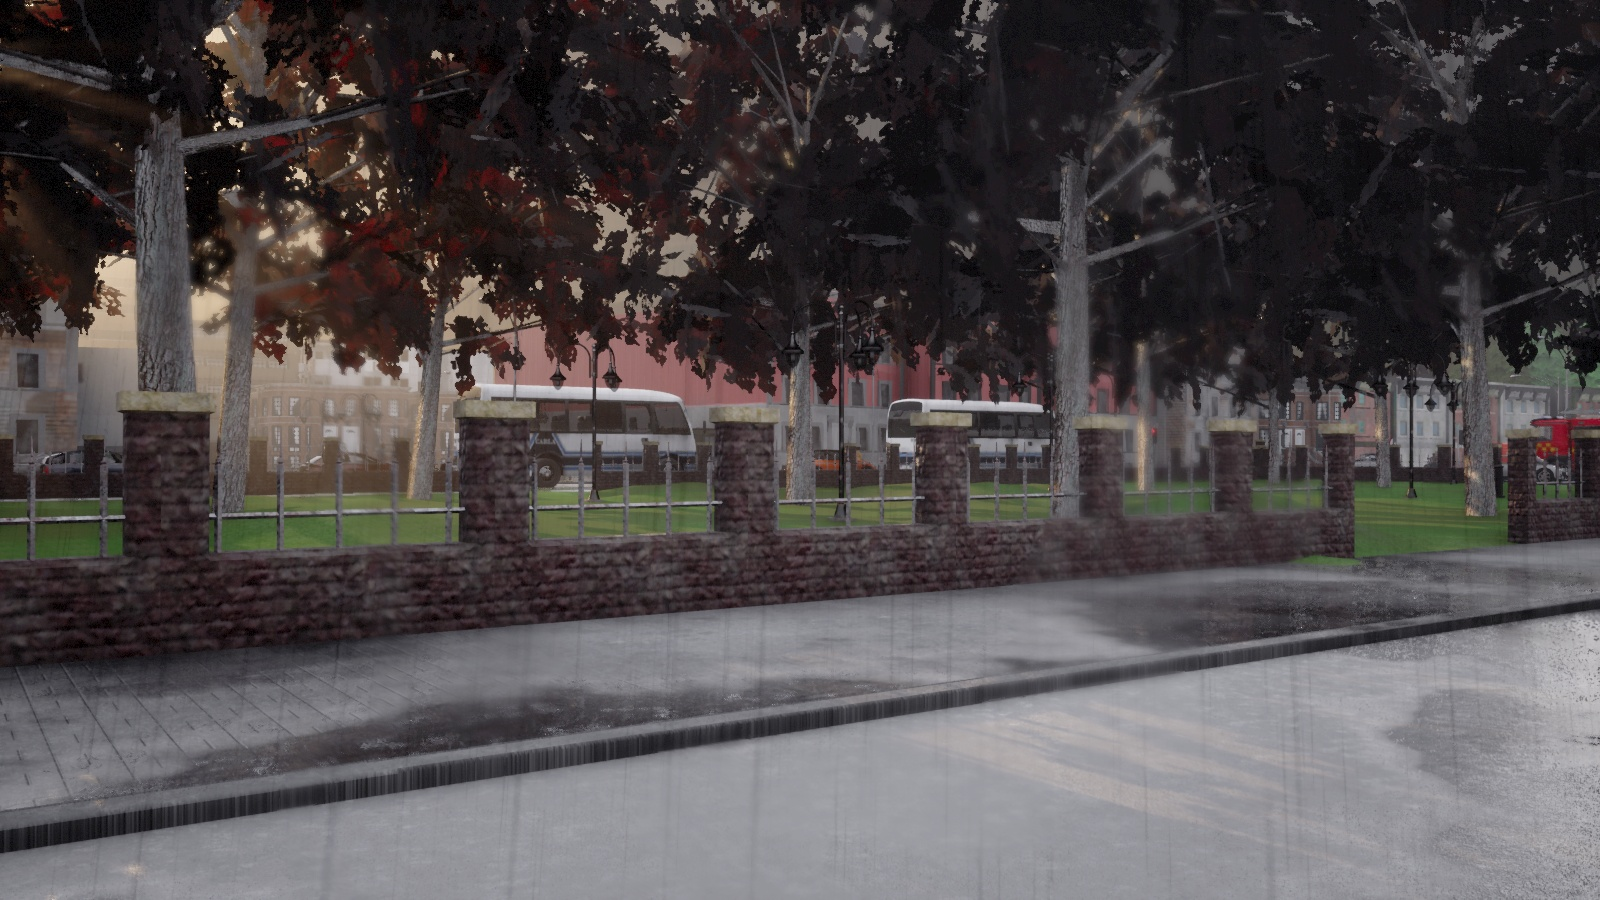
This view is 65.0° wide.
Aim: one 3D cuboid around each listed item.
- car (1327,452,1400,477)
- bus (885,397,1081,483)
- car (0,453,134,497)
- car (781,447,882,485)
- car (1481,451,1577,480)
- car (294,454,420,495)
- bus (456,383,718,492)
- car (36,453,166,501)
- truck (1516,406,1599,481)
[{"bbox_3d":[34.348,0.873,76.550,1.845,1.501,3.633,0,0,-33],"label":"car"},{"bbox_3d":[9.780,-0.490,66.470,10.273,4.253,3.944,0,0,-34],"label":"bus"},{"bbox_3d":[-27.046,0.870,45.504,4.902,1.511,2.128,0,0,-35],"label":"car"},{"bbox_3d":[1.542,0.748,60.656,4.553,1.767,2.097,0,0,-35],"label":"car"},{"bbox_3d":[37.564,0.789,64.729,1.970,1.475,3.806,0,0,-37],"label":"car"},{"bbox_3d":[-16.821,0.911,47.789,4.193,1.474,1.816,0,0,-35],"label":"car"},{"bbox_3d":[-8.897,-0.482,53.337,10.273,4.253,3.944,0,0,-35],"label":"bus"},{"bbox_3d":[-23.848,0.879,42.861,3.705,1.549,1.789,0,0,-35],"label":"car"},{"bbox_3d":[42.243,-0.350,65.108,2.891,3.827,8.468,0,0,-34],"label":"truck"}]
